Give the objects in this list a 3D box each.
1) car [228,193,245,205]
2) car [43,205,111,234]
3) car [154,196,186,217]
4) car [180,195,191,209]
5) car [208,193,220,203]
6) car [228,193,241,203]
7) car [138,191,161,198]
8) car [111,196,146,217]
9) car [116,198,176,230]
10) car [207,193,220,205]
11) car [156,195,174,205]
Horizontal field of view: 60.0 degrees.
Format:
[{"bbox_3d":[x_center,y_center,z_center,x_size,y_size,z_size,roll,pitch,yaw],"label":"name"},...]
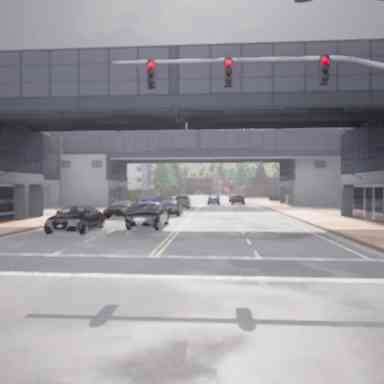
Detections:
[{"bbox_3d":[6.679,1.080,48.606,1.837,1.490,4.892,0,0,4],"label":"car"},{"bbox_3d":[-6.174,1.415,17.878,1.994,1.385,4.181,0,0,4],"label":"car"},{"bbox_3d":[-1.890,1.319,28.558,1.994,1.385,4.181,0,0,4],"label":"car"},{"bbox_3d":[-1.129,1.171,38.909,1.837,1.490,4.892,0,0,4],"label":"car"},{"bbox_3d":[3.874,0.972,58.295,1.882,1.535,5.008,0,0,4],"label":"car"},{"bbox_3d":[7.359,0.986,57.969,2.128,1.511,4.902,0,0,4],"label":"car"},{"bbox_3d":[-4.735,0.902,37.546,2.150,2.045,5.566,0,0,4],"label":"car"},{"bbox_3d":[-5.511,1.319,27.055,2.033,1.411,5.357,0,0,4],"label":"car"},{"bbox_3d":[-2.523,1.324,19.670,2.128,1.511,4.902,0,0,5],"label":"car"},{"bbox_3d":[3.172,1.126,48.634,2.033,1.411,5.357,0,0,4],"label":"car"},{"bbox_3d":[-3.869,1.183,48.898,1.895,1.301,4.718,0,1,5],"label":"car"}]
